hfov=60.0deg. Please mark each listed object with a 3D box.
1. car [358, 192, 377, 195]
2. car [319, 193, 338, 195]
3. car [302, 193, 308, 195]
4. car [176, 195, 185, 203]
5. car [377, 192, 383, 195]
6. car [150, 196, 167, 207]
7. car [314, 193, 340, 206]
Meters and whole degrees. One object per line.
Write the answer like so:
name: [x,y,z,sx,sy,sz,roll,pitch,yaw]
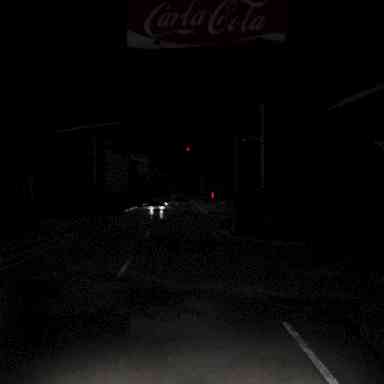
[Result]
car: [35.918,0.920,69.053,1.905,1.878,3.866,0,0,-2]
car: [17.665,1.083,43.094,1.905,1.878,3.866,0,0,-2]
car: [23.133,1.077,68.570,2.152,1.636,5.027,0,0,-2]
car: [-2.306,1.425,66.937,1.812,1.442,4.674,0,0,-2]
car: [38.806,0.922,69.574,1.932,1.855,4.605,0,0,-2]
car: [-5.319,1.467,50.922,1.812,1.442,4.674,0,0,-2]
car: [20.652,1.070,51.080,1.932,1.855,4.605,0,0,-2]
